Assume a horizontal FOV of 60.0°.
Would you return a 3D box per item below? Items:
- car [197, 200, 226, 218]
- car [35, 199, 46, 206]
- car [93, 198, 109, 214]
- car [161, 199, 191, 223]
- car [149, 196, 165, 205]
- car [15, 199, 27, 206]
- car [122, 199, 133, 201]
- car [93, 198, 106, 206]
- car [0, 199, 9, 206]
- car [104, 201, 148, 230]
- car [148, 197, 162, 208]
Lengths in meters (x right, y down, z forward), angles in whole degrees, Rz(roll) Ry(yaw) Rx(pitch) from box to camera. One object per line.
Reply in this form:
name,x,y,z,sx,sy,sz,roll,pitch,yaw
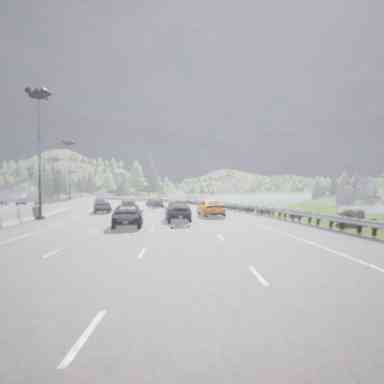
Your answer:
car,1.716,1.464,30.545,1.882,1.535,5.008,-1,0,-9
car,-32.086,2.139,70.373,1.994,1.385,4.181,-1,0,-24
car,-10.656,1.711,39.710,2.128,1.511,4.902,-1,0,-13
car,-1.181,1.543,26.463,1.837,1.490,4.892,0,0,-8
car,-6.945,1.644,64.751,1.882,1.535,5.008,-1,0,-21
car,-34.610,2.061,67.488,2.033,1.411,5.357,-1,0,-24
car,-10.979,1.836,56.255,1.895,1.301,4.718,-1,0,-19
car,-17.653,1.868,63.396,1.837,1.490,4.892,0,0,-21
car,-38.967,2.203,68.555,1.812,1.442,4.674,-1,0,-26
car,-4.233,1.583,22.085,2.128,1.511,4.902,-1,0,-7
car,-5.913,1.686,51.885,2.033,1.411,5.357,-1,0,-19
